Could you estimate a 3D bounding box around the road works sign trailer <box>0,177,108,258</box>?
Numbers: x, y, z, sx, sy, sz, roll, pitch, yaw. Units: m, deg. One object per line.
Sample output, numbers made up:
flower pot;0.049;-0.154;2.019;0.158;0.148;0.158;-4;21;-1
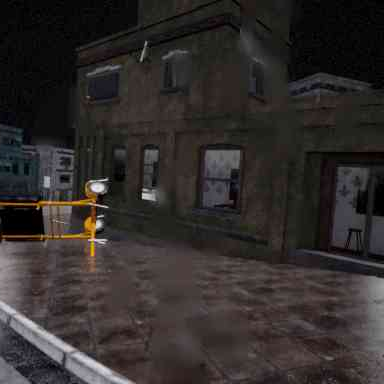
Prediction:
road works sign trailer;-4.861;1.155;11.776;3.560;2.380;2.880;2;43;-17
